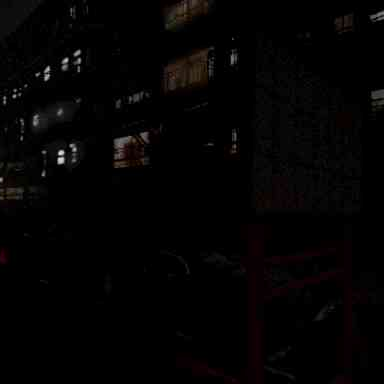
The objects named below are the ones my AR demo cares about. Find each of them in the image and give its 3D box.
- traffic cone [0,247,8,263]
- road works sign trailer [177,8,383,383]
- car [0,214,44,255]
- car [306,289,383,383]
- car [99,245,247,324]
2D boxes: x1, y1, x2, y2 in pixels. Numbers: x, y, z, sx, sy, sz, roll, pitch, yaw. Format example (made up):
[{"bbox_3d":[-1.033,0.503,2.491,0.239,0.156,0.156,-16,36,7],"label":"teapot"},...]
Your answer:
[{"bbox_3d":[-7.415,2.469,13.058,0.340,0.580,0.340,-1,-4,43],"label":"traffic cone"},{"bbox_3d":[0.925,0.651,2.990,2.880,3.560,2.380,-1,-4,43],"label":"road works sign trailer"},{"bbox_3d":[-8.765,1.931,15.692,5.009,1.841,2.192,-1,-4,43],"label":"car"},{"bbox_3d":[3.569,1.744,4.127,4.097,1.590,1.967,-1,-4,43],"label":"car"},{"bbox_3d":[-0.545,1.959,7.974,4.403,1.369,2.008,-1,-4,43],"label":"car"}]
